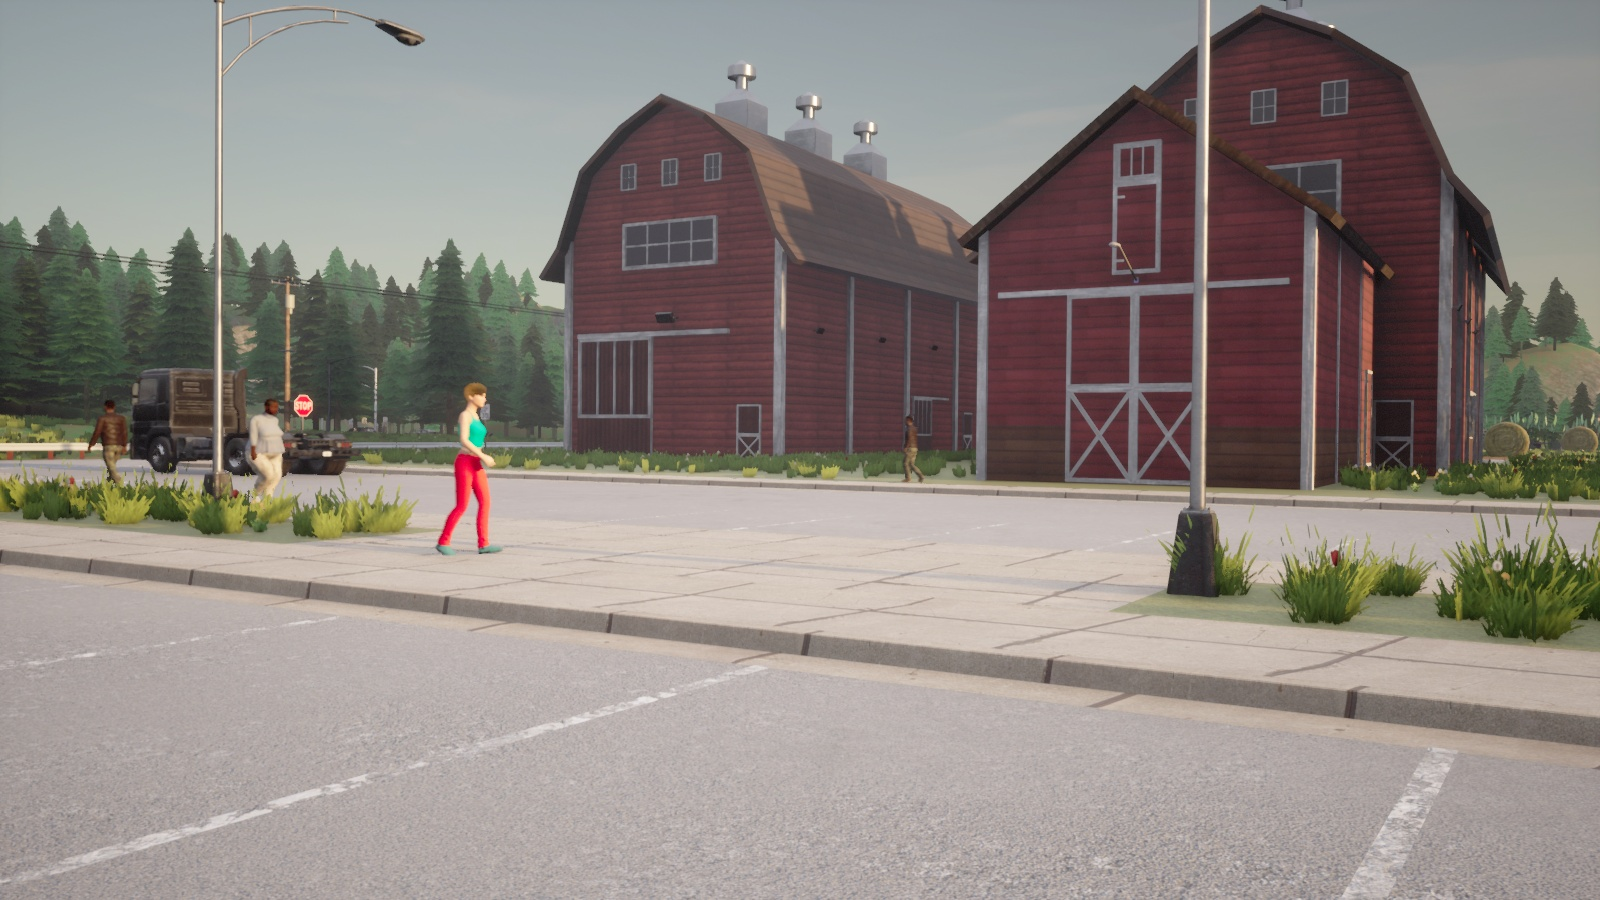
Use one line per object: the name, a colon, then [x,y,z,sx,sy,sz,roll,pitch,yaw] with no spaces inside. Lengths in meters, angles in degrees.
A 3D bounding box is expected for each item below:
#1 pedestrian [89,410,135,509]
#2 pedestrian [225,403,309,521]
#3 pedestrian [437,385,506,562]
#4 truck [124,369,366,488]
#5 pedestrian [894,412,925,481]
pedestrian: [-13.031,0.174,23.784,0.703,1.840,0.431,0,1,30]
pedestrian: [-8.655,0.182,20.408,0.900,1.855,0.874,0,1,29]
pedestrian: [-3.463,0.244,13.264,0.594,1.836,0.345,0,1,11]
truck: [-17.726,-0.645,39.933,7.936,3.462,2.891,0,1,30]
pedestrian: [2.941,-0.104,33.659,0.703,1.840,0.431,0,1,26]
